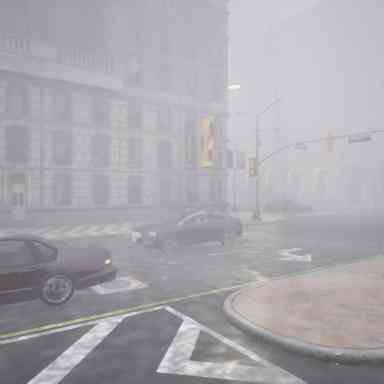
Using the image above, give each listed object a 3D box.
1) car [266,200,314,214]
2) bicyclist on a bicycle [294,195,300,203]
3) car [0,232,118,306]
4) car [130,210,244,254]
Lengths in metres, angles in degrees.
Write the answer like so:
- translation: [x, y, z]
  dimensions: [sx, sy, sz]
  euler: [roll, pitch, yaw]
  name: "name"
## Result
- translation: [10.551, 1.548, 36.342]
  dimensions: [2.033, 1.411, 5.357]
  euler: [0, 0, -35]
  name: "car"
- translation: [17.991, 1.300, 57.149]
  dimensions: [1.656, 1.620, 0.582]
  euler: [0, 0, -35]
  name: "bicyclist on a bicycle"
- translation: [-4.235, 1.547, 6.515]
  dimensions: [5.357, 1.411, 2.033]
  euler: [0, 0, -34]
  name: "car"
- translation: [-0.093, 1.491, 13.590]
  dimensions: [4.902, 1.511, 2.128]
  euler: [0, 0, -34]
  name: "car"
